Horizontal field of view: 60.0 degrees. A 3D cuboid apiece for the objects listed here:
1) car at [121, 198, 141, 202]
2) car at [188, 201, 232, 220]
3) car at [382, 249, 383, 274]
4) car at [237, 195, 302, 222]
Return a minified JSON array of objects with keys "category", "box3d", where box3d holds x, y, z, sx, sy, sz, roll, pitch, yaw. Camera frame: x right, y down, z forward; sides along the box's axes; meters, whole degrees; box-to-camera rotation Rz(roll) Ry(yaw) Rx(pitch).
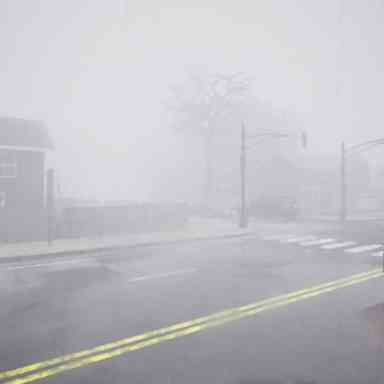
[{"category":"car","box3d":[-7.533,1.520,41.024,1.882,1.535,5.008,0,0,-35]},{"category":"car","box3d":[1.378,1.508,28.443,2.128,1.511,4.902,0,0,-35]},{"category":"car","box3d":[6.634,1.470,8.175,5.008,1.535,1.882,0,0,-36]},{"category":"car","box3d":[6.126,1.229,26.896,2.150,2.045,5.566,0,0,-36]}]
